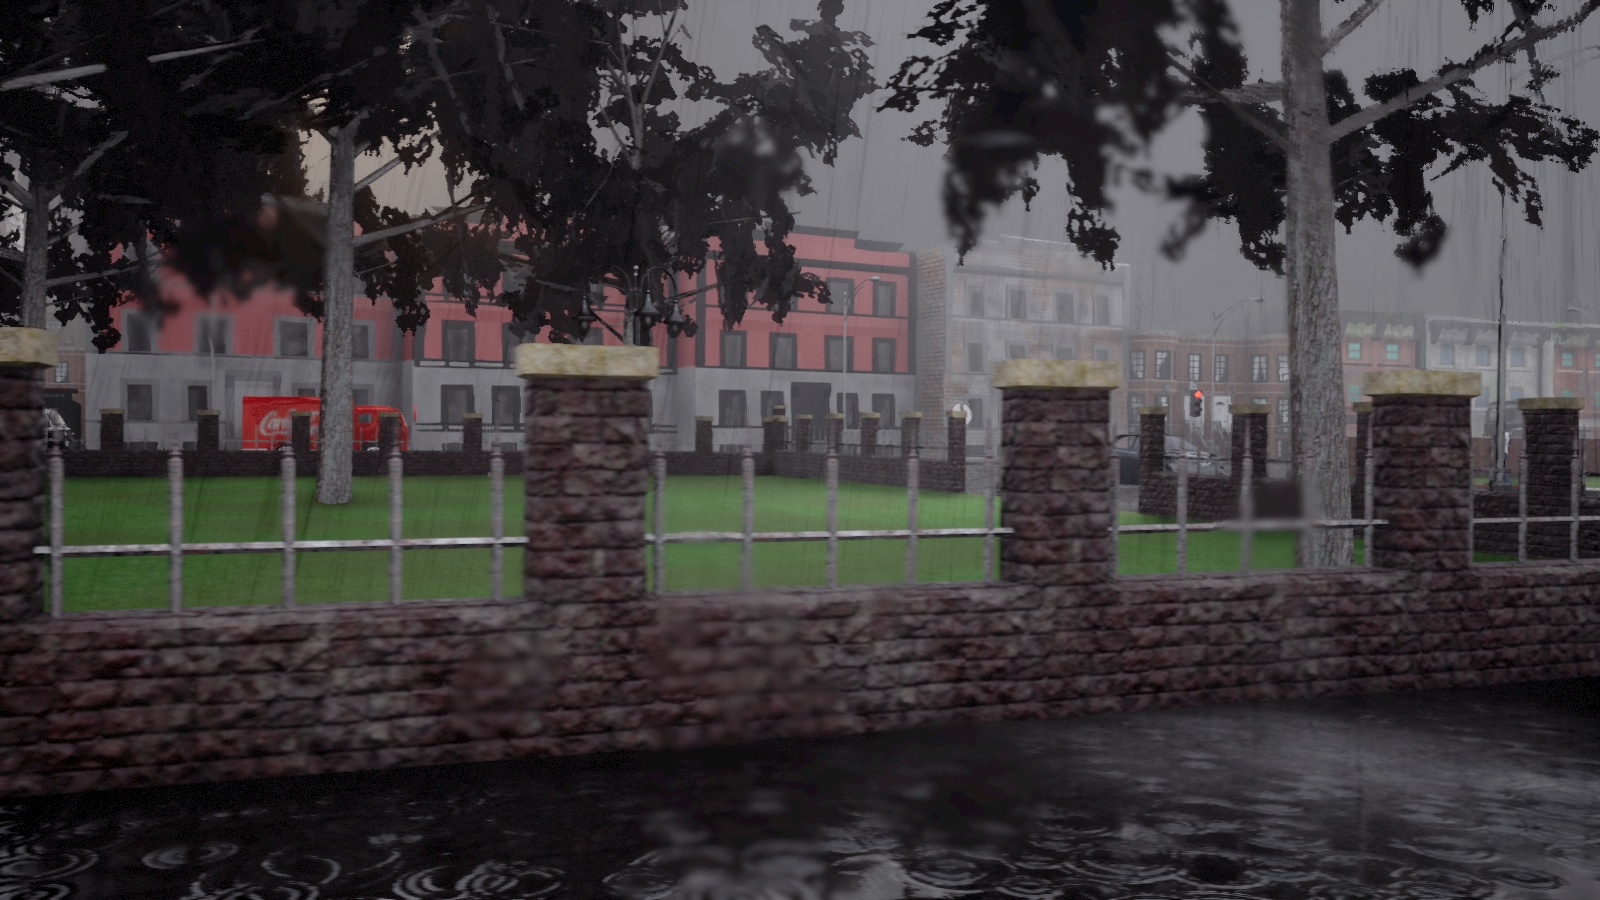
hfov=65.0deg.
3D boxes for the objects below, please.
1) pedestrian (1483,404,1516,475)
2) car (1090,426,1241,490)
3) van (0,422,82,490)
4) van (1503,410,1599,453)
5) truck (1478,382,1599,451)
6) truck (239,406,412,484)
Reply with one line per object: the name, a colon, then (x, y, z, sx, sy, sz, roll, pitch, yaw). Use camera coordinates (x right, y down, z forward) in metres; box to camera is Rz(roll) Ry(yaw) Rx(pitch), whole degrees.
pedestrian: (18.333, -0.273, 32.913, 0.354, 1.836, 0.706, -1, 1, -15)
car: (9.162, 0.165, 31.774, 1.845, 1.501, 3.633, -1, 1, -21)
van: (-24.912, 0.180, 38.710, 4.480, 2.038, 2.069, -1, 1, -19)
van: (36.130, -0.906, 60.134, 4.442, 1.987, 1.775, -1, 1, -19)
truck: (39.687, -1.777, 65.600, 7.936, 3.462, 2.891, -1, 1, -19)
truck: (-15.749, -0.198, 41.938, 5.204, 2.467, 2.627, -1, 1, -19)
